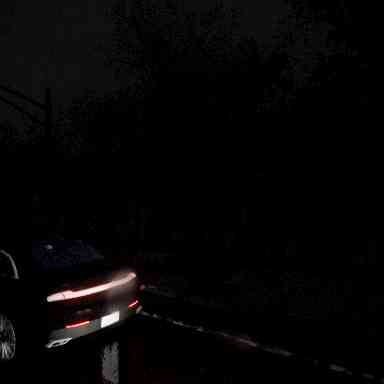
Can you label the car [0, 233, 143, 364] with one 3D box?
[{"bbox_3d":[-3.069,1.491,5.864,4.902,1.511,2.128,0,0,35],"label":"car"}]
